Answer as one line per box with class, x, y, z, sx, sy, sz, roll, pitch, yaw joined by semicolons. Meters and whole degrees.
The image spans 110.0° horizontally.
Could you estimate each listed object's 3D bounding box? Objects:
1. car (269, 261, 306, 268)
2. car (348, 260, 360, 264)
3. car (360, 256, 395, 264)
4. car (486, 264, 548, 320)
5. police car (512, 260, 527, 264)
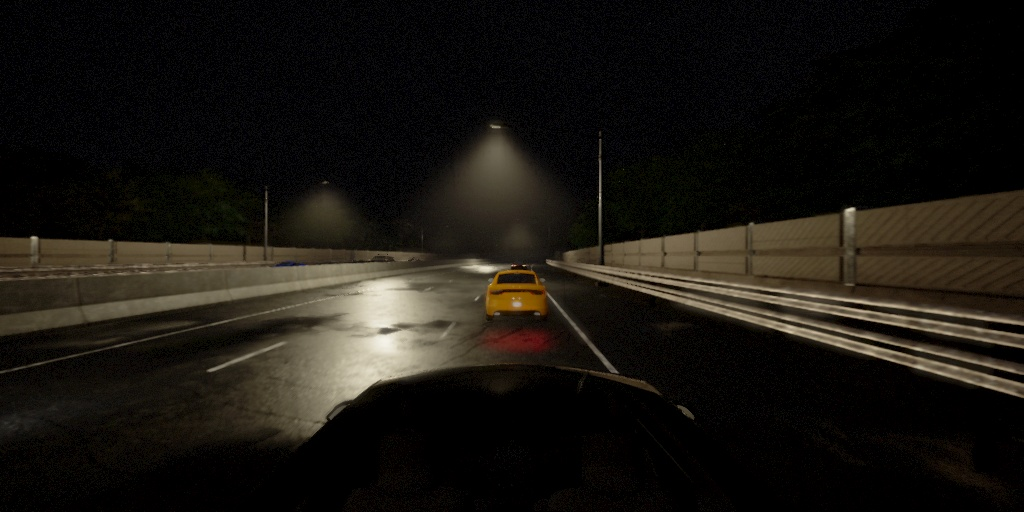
car;-23.983;1.277;38.481;1.812;1.442;4.674;0;0;2
car;-20.157;1.279;47.288;1.837;1.490;4.892;0;-1;3
car;-16.734;0.995;45.616;2.150;2.045;5.566;0;0;2
car;0.170;1.227;12.672;1.882;1.535;5.008;0;0;1
police car;0.896;1.303;43.716;2.038;1.542;4.974;0;0;2
